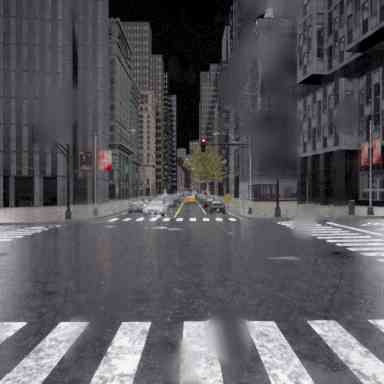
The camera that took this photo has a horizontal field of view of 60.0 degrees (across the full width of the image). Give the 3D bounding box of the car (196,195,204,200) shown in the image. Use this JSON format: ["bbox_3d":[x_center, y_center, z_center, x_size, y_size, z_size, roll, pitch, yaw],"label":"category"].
[{"bbox_3d":[2.308,1.593,94.268,2.008,1.369,4.403,0,0,0],"label":"car"}]

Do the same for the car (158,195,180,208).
[{"bbox_3d":[-3.259,1.501,47.566,2.128,1.511,4.902,0,0,0],"label":"car"}]

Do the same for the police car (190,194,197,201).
[{"bbox_3d":[0.471,1.463,90.505,1.930,1.638,5.238,0,0,0],"label":"police car"}]

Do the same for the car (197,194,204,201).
[{"bbox_3d":[2.506,1.567,62.535,2.008,1.369,4.403,0,0,0],"label":"car"}]

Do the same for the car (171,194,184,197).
[{"bbox_3d":[-3.303,1.567,67.086,2.033,1.411,5.357,0,0,0],"label":"car"}]

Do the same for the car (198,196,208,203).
[{"bbox_3d":[2.440,1.589,73.113,1.947,1.339,4.313,0,0,0],"label":"car"}]

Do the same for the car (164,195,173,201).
[{"bbox_3d":[-6.180,1.587,88.323,2.008,1.369,4.403,0,0,0],"label":"car"}]

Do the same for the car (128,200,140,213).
[{"bbox_3d":[-5.855,1.556,36.280,2.008,1.369,4.403,0,0,0],"label":"car"}]

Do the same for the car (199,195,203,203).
[{"bbox_3d":[2.568,1.561,52.663,2.008,1.369,4.403,0,0,0],"label":"car"}]

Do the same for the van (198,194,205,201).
[{"bbox_3d":[2.374,1.373,83.691,1.690,1.788,3.998,0,0,0],"label":"van"}]

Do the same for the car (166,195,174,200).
[{"bbox_3d":[-6.213,1.623,93.735,1.802,1.307,4.206,0,0,0],"label":"car"}]

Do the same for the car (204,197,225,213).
[{"bbox_3d":[2.670,1.555,36.330,2.008,1.369,4.403,0,0,0],"label":"car"}]

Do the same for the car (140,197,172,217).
[{"bbox_3d":[-3.317,1.529,31.404,1.812,1.442,4.674,0,0,3],"label":"car"}]

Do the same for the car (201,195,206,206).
[{"bbox_3d":[2.602,1.553,47.219,1.887,1.381,4.507,0,0,0],"label":"car"}]

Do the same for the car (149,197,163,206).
[{"bbox_3d":[-5.977,1.578,55.844,1.947,1.339,4.313,0,0,0],"label":"car"}]

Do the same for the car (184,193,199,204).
[{"bbox_3d":[-0.166,1.495,64.359,1.882,1.535,5.008,0,0,-1],"label":"car"}]

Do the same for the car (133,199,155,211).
[{"bbox_3d":[-5.886,1.557,41.272,2.008,1.369,4.403,0,0,0],"label":"car"}]

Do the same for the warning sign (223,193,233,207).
[{"bbox_3d":[4.921,1.123,45.420,1.300,1.860,1.060,0,0,0],"label":"warning sign"}]

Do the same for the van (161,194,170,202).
[{"bbox_3d":[-6.113,1.368,77.497,1.690,1.788,3.998,0,0,0],"label":"van"}]
